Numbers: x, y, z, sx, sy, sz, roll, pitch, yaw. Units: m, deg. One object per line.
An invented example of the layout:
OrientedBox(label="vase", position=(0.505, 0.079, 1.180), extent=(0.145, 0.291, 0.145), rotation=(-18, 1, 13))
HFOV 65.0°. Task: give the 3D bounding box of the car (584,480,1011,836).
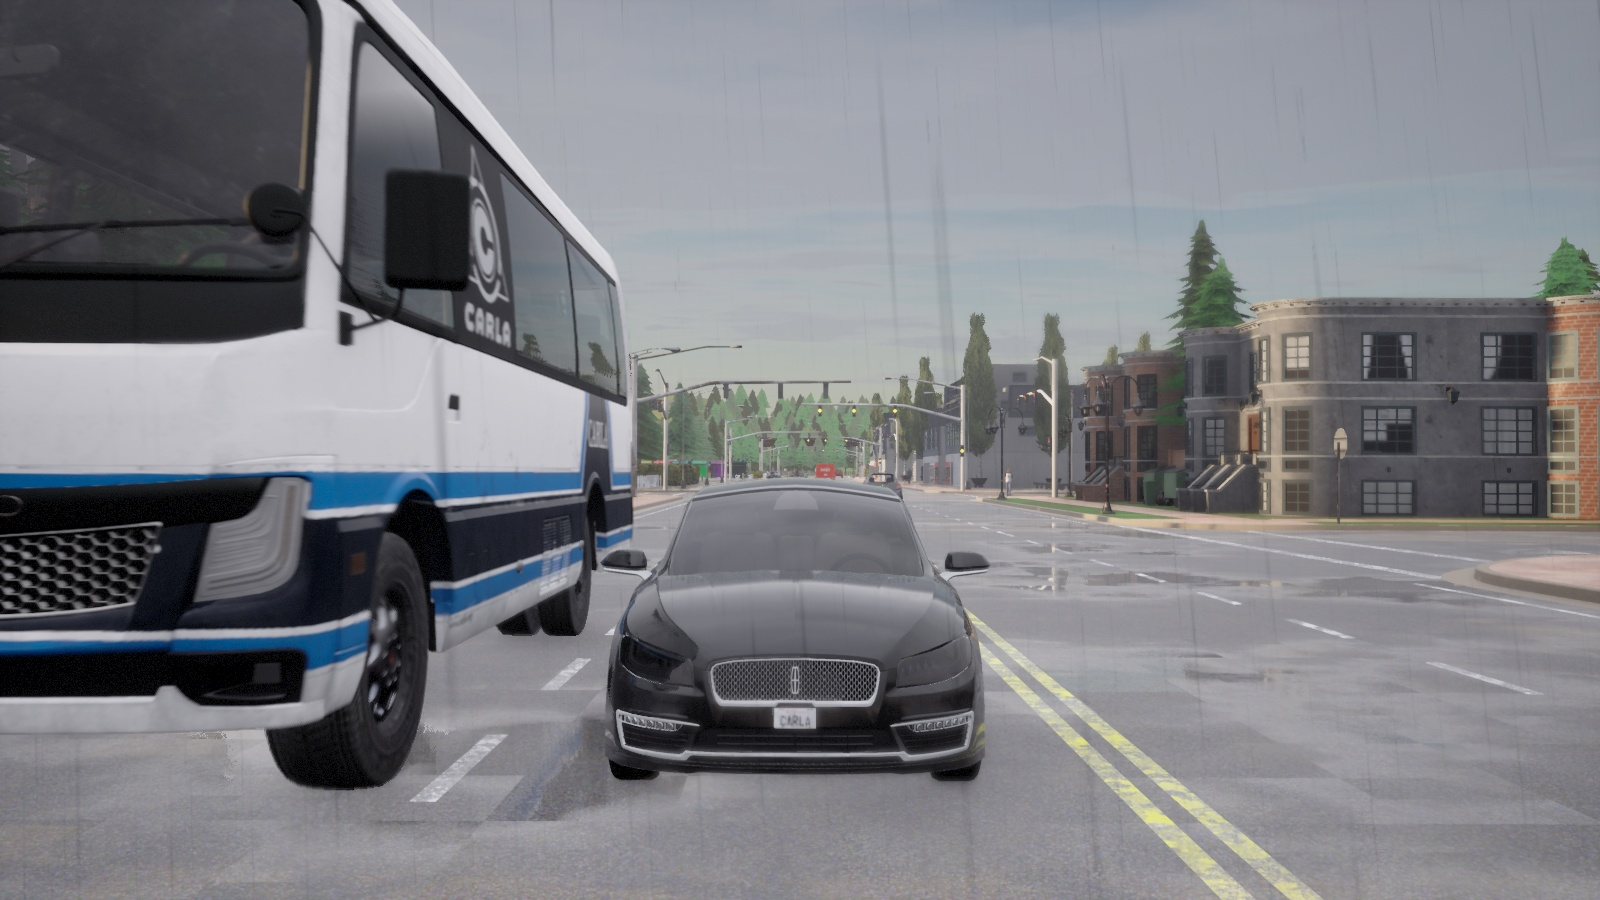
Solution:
OrientedBox(label="car", position=(-0.018, 0.951, 7.864), extent=(1.837, 1.490, 4.892), rotation=(0, -1, 0))

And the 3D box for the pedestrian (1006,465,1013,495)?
OrientedBox(label="pedestrian", position=(12.978, 1.855, 77.841), extent=(0.354, 1.836, 0.706), rotation=(0, -1, 2))

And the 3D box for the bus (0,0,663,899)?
OrientedBox(label="bus", position=(-3.527, -0.394, 9.208), extent=(3.944, 4.253, 10.273), rotation=(0, -1, 0))

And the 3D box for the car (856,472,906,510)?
OrientedBox(label="car", position=(3.376, 1.702, 52.946), extent=(1.845, 1.501, 3.633), rotation=(0, -1, 0))
